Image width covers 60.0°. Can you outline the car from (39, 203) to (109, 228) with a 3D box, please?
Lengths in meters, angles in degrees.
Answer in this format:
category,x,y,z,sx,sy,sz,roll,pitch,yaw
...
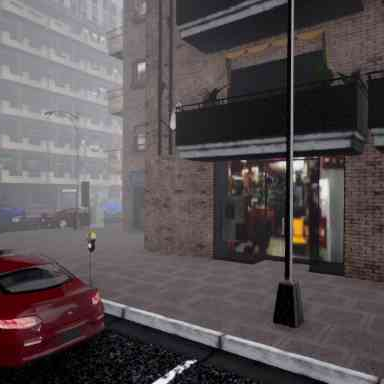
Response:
category,x,y,z,sx,sy,sz,roll,pitch,yaw
car,-8.528,1.756,23.737,1.887,1.381,4.507,0,-1,36

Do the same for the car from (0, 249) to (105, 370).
category,x,y,z,sx,sy,sz,roll,pitch,yaw
car,-3.143,1.582,5.243,4.206,1.307,1.802,0,0,36

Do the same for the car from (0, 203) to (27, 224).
category,x,y,z,sx,sy,sz,roll,pitch,yaw
car,-14.977,1.612,24.667,1.882,1.535,5.008,1,0,36

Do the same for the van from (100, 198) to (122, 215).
category,x,y,z,sx,sy,sz,roll,pitch,yaw
van,-8.710,1.607,37.856,1.690,1.788,3.998,0,-1,36
